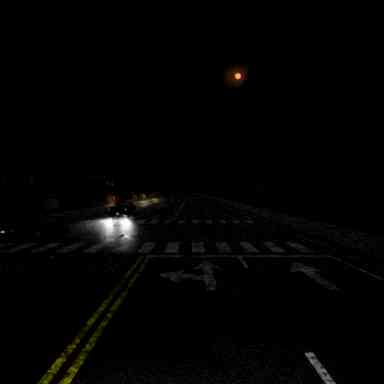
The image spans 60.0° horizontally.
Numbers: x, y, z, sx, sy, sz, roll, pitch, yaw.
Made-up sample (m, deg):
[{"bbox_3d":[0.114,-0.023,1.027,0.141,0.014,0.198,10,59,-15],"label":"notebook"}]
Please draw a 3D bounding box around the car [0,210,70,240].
[{"bbox_3d":[-8.578,1.553,15.507,5.357,1.411,2.033,0,0,-33],"label":"car"}]

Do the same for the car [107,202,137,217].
[{"bbox_3d":[-6.494,1.593,31.289,1.895,1.301,4.718,0,0,1],"label":"car"}]
